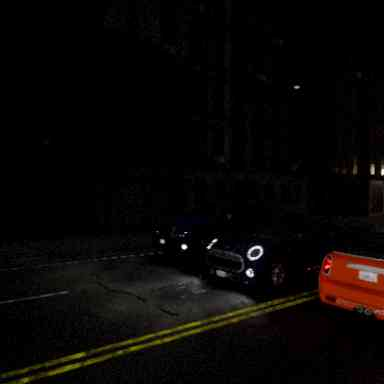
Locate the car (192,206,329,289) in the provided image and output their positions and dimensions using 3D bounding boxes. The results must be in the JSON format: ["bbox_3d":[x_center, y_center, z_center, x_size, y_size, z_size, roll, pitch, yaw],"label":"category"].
[{"bbox_3d":[2.544,1.432,9.485,4.553,1.767,2.097,1,0,-35],"label":"car"}]

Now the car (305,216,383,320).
[{"bbox_3d":[4.655,1.435,6.753,4.553,1.767,2.097,1,0,-35],"label":"car"}]

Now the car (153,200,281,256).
[{"bbox_3d":[1.281,1.312,12.578,5.566,2.045,2.150,1,-1,-35],"label":"car"}]
